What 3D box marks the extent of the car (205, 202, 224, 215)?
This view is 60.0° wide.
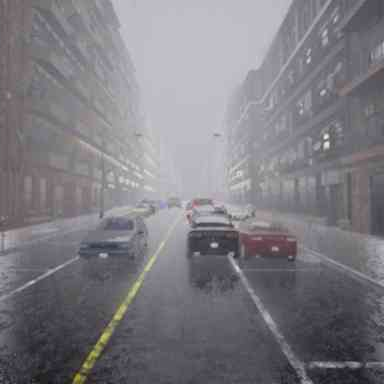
[{"bbox_3d":[2.628,1.942,40.246,2.008,1.369,4.403,1,-1,0],"label":"car"}]

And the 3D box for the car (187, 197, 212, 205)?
[{"bbox_3d":[0.857,1.503,29.302,2.150,2.045,5.566,0,-1,0],"label":"car"}]

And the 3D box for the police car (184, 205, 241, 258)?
[{"bbox_3d":[0.724,1.547,13.371,1.930,1.638,5.238,0,-1,0],"label":"police car"}]

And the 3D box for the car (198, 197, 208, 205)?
[{"bbox_3d":[2.641,2.157,78.962,2.192,1.841,5.009,1,-1,0],"label":"car"}]

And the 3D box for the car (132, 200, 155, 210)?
[{"bbox_3d":[-5.258,1.858,34.617,1.752,1.417,4.829,2,-1,0],"label":"car"}]

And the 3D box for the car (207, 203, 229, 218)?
[{"bbox_3d":[2.622,1.879,34.715,1.887,1.381,4.507,1,-1,0],"label":"car"}]

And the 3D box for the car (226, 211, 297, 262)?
[{"bbox_3d":[2.598,1.659,12.594,1.887,1.381,4.507,1,-1,0],"label":"car"}]

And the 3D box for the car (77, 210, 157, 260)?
[{"bbox_3d":[-2.834,1.668,13.303,2.033,1.411,5.357,0,-1,0],"label":"car"}]

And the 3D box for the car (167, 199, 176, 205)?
[{"bbox_3d":[-5.205,2.479,84.558,1.947,1.339,4.313,1,-1,0],"label":"car"}]

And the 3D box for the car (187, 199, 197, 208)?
[{"bbox_3d":[0.070,2.185,63.987,1.812,1.442,4.674,0,-1,0],"label":"car"}]

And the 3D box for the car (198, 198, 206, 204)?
[{"bbox_3d":[2.649,2.426,90.023,1.967,1.590,4.097,1,-1,0],"label":"car"}]

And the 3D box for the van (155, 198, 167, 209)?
[{"bbox_3d":[-5.229,1.917,56.910,1.690,1.788,3.998,1,-1,0],"label":"van"}]

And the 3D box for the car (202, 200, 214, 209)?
[{"bbox_3d":[2.646,2.120,56.837,1.887,1.381,4.507,1,-1,0],"label":"car"}]

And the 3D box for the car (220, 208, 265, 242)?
[{"bbox_3d":[2.605,1.694,18.296,1.752,1.417,4.829,1,-1,0],"label":"car"}]

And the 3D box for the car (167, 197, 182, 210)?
[{"bbox_3d":[-2.761,1.762,53.938,2.150,2.045,5.566,0,-1,0],"label":"car"}]

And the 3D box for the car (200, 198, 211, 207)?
[{"bbox_3d":[2.668,2.147,67.900,1.967,1.590,4.097,1,-1,0],"label":"car"}]

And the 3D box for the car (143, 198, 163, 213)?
[{"bbox_3d":[-5.246,1.707,40.320,2.192,1.841,5.009,2,-1,0],"label":"car"}]

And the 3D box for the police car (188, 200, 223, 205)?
[{"bbox_3d":[0.850,1.643,23.376,1.930,1.638,5.238,0,-1,0],"label":"police car"}]

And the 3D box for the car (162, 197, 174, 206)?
[{"bbox_3d":[-5.211,2.089,73.499,2.192,1.841,5.009,1,-1,0],"label":"car"}]

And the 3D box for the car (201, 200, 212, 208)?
[{"bbox_3d":[2.652,2.185,62.367,1.887,1.381,4.507,1,-1,0],"label":"car"}]

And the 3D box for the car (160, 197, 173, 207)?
[{"bbox_3d":[-5.217,2.022,67.970,2.192,1.841,5.009,1,-1,0],"label":"car"}]

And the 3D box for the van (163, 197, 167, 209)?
[{"bbox_3d":[-5.235,1.853,51.378,1.690,1.788,3.998,2,-1,0],"label":"van"}]
